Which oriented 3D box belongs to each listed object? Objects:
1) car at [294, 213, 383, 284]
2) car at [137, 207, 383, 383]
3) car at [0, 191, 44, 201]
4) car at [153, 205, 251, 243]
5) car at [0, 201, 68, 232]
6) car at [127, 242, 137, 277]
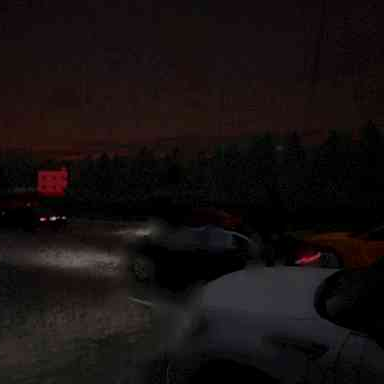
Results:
[{"bbox_3d":[5.468,1.475,8.691,5.008,1.535,1.882,0,0,36],"label":"car"},{"bbox_3d":[2.414,1.227,2.270,5.566,2.045,2.150,1,0,36],"label":"car"},{"bbox_3d":[-14.890,1.102,27.524,5.566,2.045,2.150,0,0,36],"label":"car"},{"bbox_3d":[0.388,1.486,16.600,4.674,1.442,1.812,0,0,35],"label":"car"},{"bbox_3d":[-9.464,1.467,19.349,5.357,1.411,2.033,0,0,36],"label":"car"},{"bbox_3d":[0.558,1.474,7.898,4.902,1.511,2.128,0,0,36],"label":"car"}]
